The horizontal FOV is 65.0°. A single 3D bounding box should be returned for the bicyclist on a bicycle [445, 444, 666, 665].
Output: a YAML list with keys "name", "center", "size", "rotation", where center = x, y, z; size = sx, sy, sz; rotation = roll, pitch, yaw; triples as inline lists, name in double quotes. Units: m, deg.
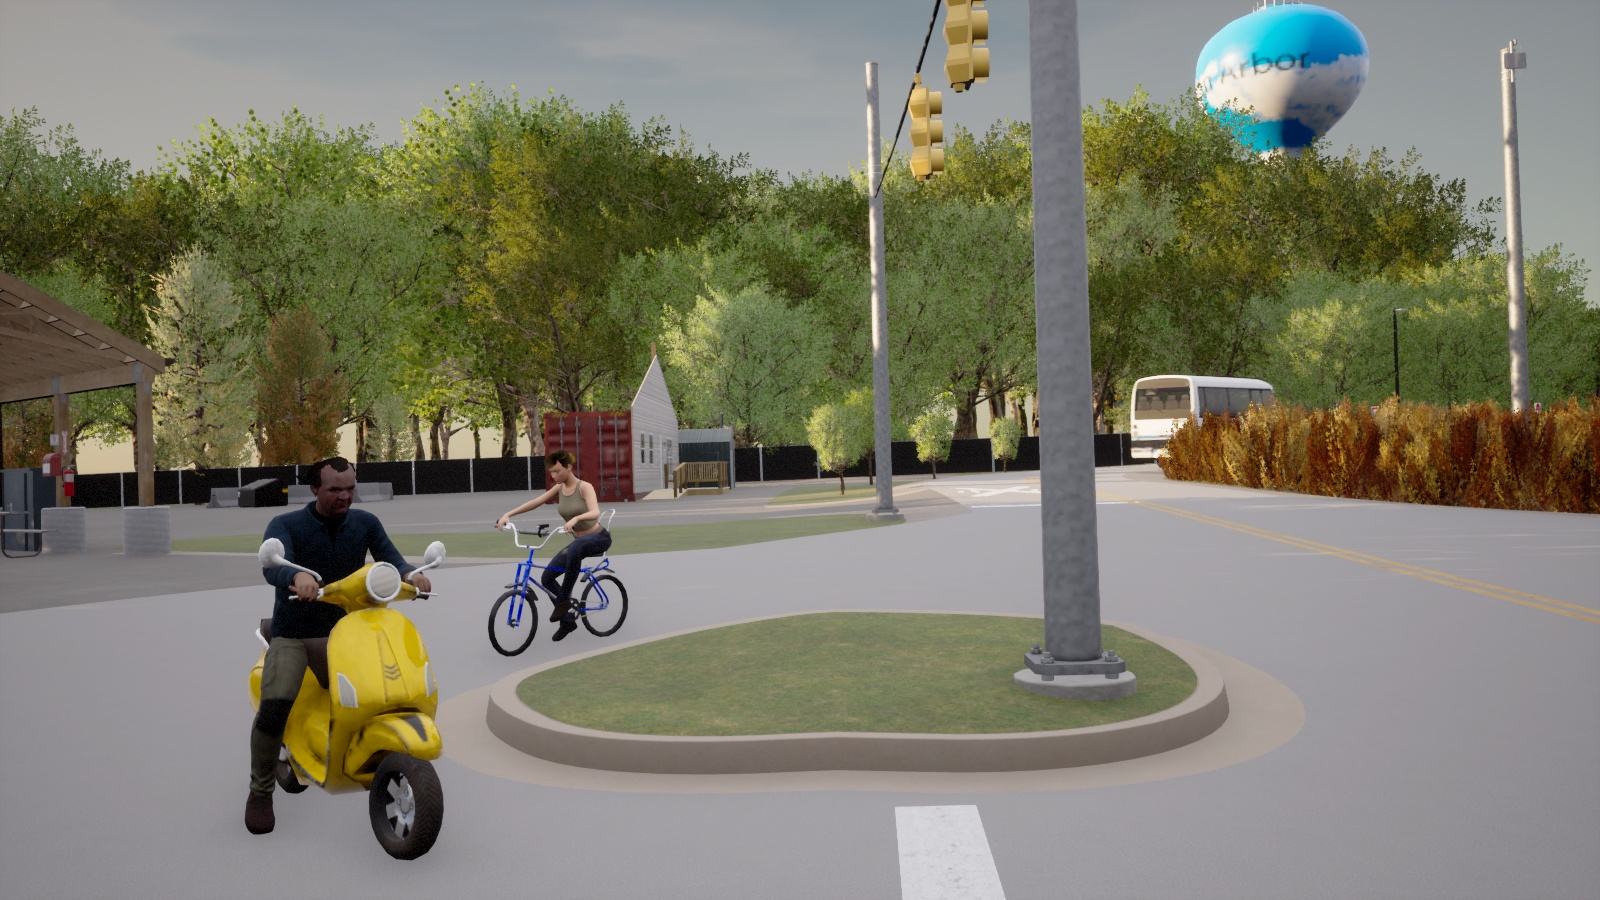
- name: "bicyclist on a bicycle"
  center: [-1.980, 0.793, 10.328]
  size: [0.866, 1.612, 1.509]
  rotation: [-1, 2, 39]

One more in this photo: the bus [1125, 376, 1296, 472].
- name: "bus"
  center: [20.049, -1.216, 60.781]
  size: [3.944, 4.253, 10.273]
  rotation: [-1, 0, 42]

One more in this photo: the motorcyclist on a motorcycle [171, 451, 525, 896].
- name: "motorcyclist on a motorcycle"
  center: [-2.030, 0.809, 5.479]
  size: [0.866, 1.590, 1.817]
  rotation: [0, 0, -40]
